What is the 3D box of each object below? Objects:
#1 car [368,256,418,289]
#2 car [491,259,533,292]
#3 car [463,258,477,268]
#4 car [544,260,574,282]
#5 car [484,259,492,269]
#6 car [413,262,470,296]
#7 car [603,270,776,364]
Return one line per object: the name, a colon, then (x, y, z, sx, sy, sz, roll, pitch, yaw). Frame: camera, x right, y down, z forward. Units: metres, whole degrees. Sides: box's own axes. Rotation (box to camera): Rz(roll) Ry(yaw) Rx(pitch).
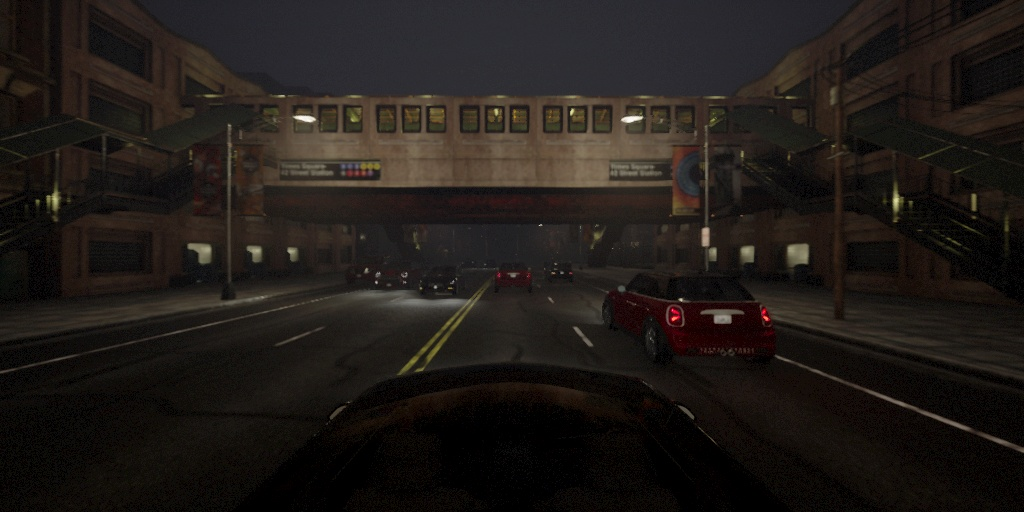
car: (-7.079, 1.080, 22.905, 2.097, 1.767, 4.553, 0, 0, 0)
car: (0.084, 1.083, 21.319, 2.097, 1.767, 4.553, 0, 0, 0)
car: (-6.883, 1.047, 58.560, 2.097, 1.767, 4.553, 0, 0, 1)
car: (3.624, 1.272, 28.306, 2.033, 1.411, 5.357, 0, 0, 0)
car: (-3.387, 1.199, 57.020, 1.837, 1.490, 4.892, 0, 0, 1)
car: (-3.588, 1.240, 19.253, 1.837, 1.490, 4.892, 0, -1, 0)
car: (3.603, 1.096, 8.257, 2.097, 1.767, 4.553, 0, 0, 0)
